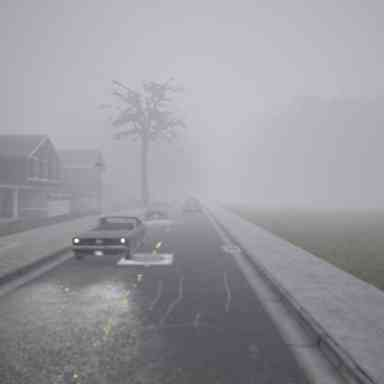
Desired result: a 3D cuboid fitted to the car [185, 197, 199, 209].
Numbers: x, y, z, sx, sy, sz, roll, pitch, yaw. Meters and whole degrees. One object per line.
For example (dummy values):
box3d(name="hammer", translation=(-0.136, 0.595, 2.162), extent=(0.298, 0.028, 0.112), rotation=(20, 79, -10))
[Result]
box3d(name="car", translation=(0.002, 1.437, 46.164), extent=(1.837, 1.490, 4.892), rotation=(0, 0, 0))

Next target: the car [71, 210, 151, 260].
box3d(name="car", translation=(-2.868, 1.588, 12.466), extent=(1.895, 1.301, 4.718), rotation=(0, 0, 0))

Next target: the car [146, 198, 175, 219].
box3d(name="car", translation=(-2.846, 1.512, 28.913), extent=(2.033, 1.411, 5.357), rotation=(0, 0, 0))

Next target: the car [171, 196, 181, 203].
box3d(name="car", translation=(-2.920, 1.379, 60.247), extent=(1.882, 1.535, 5.008), rotation=(0, 0, 0))

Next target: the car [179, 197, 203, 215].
box3d(name="car", translation=(0.032, 1.519, 33.677), extent=(1.994, 1.385, 4.181), rotation=(0, 0, 0))
